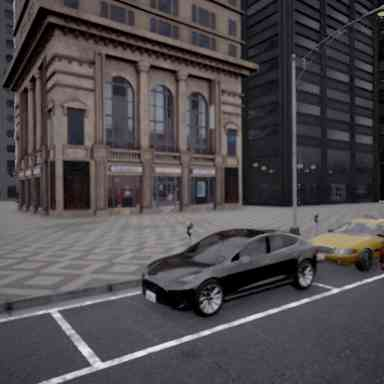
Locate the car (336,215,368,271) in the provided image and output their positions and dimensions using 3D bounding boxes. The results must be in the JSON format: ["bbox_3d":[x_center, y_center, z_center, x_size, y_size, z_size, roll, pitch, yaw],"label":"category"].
[{"bbox_3d":[5.473,1.441,10.552,4.829,1.417,1.752,-1,0,-35],"label":"car"}]

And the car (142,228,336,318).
[{"bbox_3d":[1.018,1.526,7.376,4.313,1.339,1.947,-1,0,-35],"label":"car"}]

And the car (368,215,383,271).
[{"bbox_3d":[6.990,1.137,8.361,5.566,2.045,2.150,-1,0,-35],"label":"car"}]
